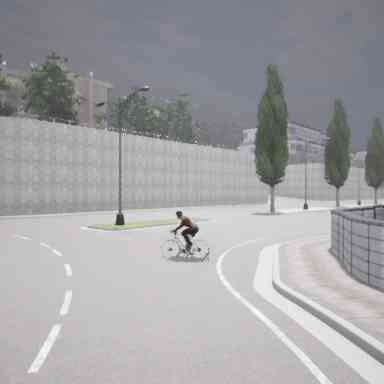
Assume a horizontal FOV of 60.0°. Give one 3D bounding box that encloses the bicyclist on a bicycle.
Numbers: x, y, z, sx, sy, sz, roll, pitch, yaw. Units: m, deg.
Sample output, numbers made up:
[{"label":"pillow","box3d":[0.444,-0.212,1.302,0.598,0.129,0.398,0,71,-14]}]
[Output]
[{"label":"bicyclist on a bicycle","box3d":[-0.250,1.446,10.984,1.656,1.620,0.582,-1,0,12]}]
